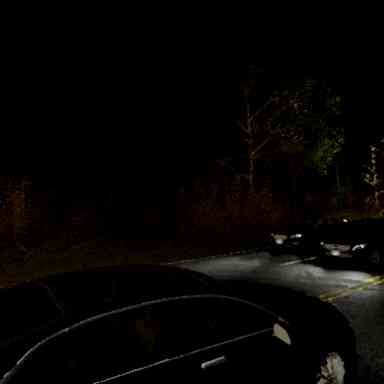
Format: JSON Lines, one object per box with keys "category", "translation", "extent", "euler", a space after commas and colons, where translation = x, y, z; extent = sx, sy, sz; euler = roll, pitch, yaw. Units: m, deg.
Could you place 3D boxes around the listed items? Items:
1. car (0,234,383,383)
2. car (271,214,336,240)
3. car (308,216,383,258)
{"category": "car", "translation": [-0.368, 1.493, 3.168], "extent": [4.892, 1.490, 1.837], "euler": [-1, 0, -35]}
{"category": "car", "translation": [5.736, 1.819, 15.682], "extent": [4.902, 1.511, 2.128], "euler": [-1, -2, -35]}
{"category": "car", "translation": [6.659, 1.720, 12.384], "extent": [4.674, 1.442, 1.812], "euler": [-1, -2, -35]}
